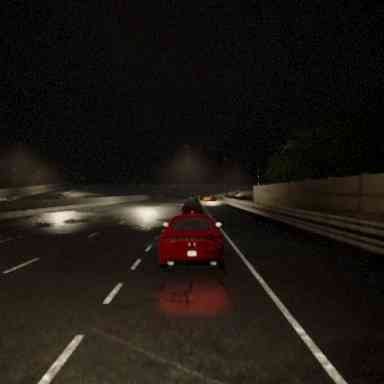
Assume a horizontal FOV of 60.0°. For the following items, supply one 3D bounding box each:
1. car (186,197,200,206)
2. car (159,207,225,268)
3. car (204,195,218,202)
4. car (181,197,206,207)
[{"bbox_3d":[0.283,1.567,56.947,2.128,1.511,4.902,0,0,3],"label":"car"},{"bbox_3d":[0.002,1.487,11.330,1.882,1.535,5.008,0,0,0],"label":"car"},{"bbox_3d":[4.265,1.504,75.127,1.882,1.535,5.008,0,-1,24],"label":"car"},{"bbox_3d":[0.032,1.512,30.572,1.882,1.535,5.008,0,0,0],"label":"car"}]
